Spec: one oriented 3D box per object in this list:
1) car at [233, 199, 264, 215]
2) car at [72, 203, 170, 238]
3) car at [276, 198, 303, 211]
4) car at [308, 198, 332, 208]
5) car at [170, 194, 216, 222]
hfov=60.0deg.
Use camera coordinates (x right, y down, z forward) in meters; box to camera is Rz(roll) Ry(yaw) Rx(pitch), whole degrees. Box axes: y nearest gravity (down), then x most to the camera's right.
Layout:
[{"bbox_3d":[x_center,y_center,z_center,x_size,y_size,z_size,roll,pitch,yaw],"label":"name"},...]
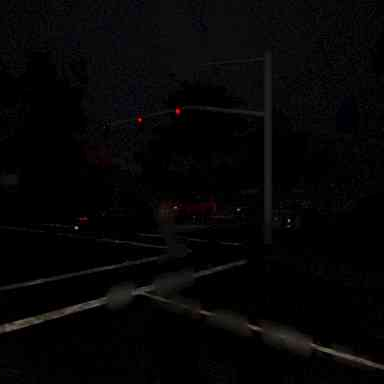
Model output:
[{"bbox_3d":[6.165,1.491,34.491,2.128,1.511,4.902,0,0,41],"label":"car"},{"bbox_3d":[-3.861,1.491,17.696,2.128,1.511,4.902,0,0,44],"label":"car"},{"bbox_3d":[12.262,1.526,41.513,1.812,1.442,4.674,0,0,41],"label":"car"},{"bbox_3d":[18.891,1.601,49.123,1.895,1.301,4.718,0,0,41],"label":"car"},{"bbox_3d":[-0.342,1.221,27.004,2.150,2.045,5.566,0,0,41],"label":"car"}]
